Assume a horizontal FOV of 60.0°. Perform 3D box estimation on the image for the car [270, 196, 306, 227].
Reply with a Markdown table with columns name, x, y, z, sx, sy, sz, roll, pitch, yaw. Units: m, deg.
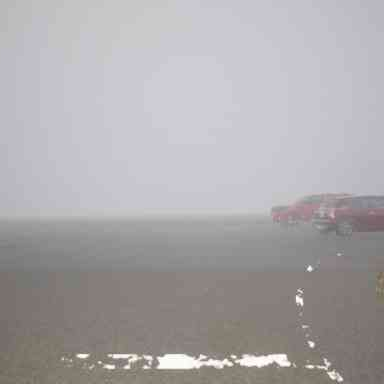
| name | x | y | z | sx | sy | sz | roll | pitch | yaw |
| --- | --- | --- | --- | --- | --- | --- | --- | --- | --- |
| car | 7.858 | 1.155 | 21.337 | 5.566 | 2.045 | 2.150 | -1 | -3 | -1 |

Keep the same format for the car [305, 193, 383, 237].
| name | x | y | z | sx | sy | sz | roll | pitch | yaw |
| --- | --- | --- | --- | --- | --- | --- | --- | --- | --- |
| car | 7.683 | 0.942 | 14.322 | 4.553 | 1.767 | 2.097 | -2 | -3 | -1 |
